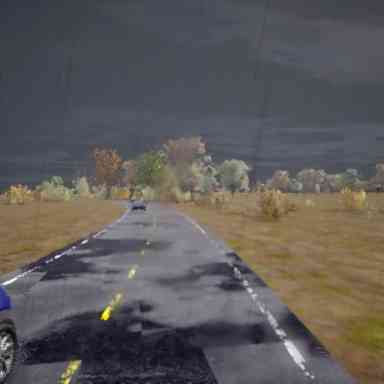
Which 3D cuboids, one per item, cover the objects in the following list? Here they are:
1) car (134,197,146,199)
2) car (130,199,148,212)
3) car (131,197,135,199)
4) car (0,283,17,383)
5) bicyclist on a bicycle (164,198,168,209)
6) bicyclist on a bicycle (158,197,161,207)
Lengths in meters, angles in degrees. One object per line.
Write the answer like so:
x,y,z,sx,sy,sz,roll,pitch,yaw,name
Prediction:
-11.300,1.988,75.526,1.812,1.442,4.674,0,0,-17,car
-6.757,1.854,42.352,1.895,1.301,4.718,0,0,-10,car
-15.151,1.960,87.775,1.895,1.301,4.718,0,0,-20,car
-3.179,1.369,2.176,2.097,1.767,4.553,0,0,-1,car
-3.648,1.729,47.337,0.582,1.620,1.656,0,-1,-11,bicyclist on a bicycle
-5.596,1.707,56.875,0.659,1.776,1.843,0,0,-13,bicyclist on a bicycle
